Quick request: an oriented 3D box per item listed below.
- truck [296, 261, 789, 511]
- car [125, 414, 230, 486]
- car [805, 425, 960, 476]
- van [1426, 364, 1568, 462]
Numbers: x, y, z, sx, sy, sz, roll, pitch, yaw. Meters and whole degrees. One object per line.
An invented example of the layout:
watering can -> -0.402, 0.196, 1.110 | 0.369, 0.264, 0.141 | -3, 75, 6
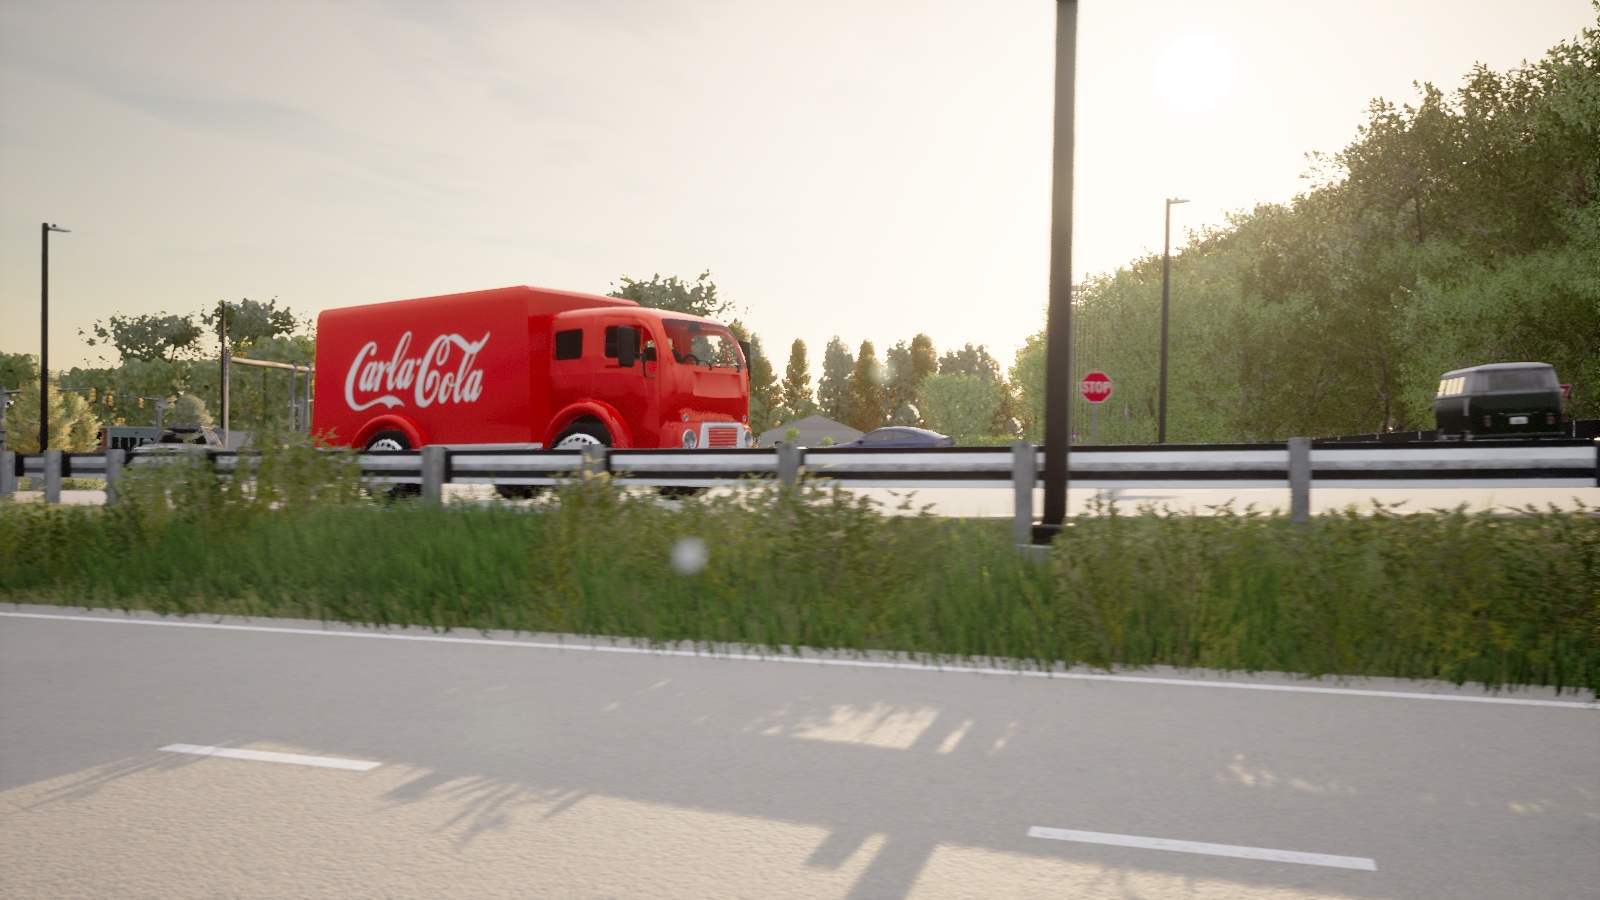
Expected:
truck -> -3.058, -0.609, 14.831 | 5.204, 2.467, 2.627 | -1, 0, 29
car -> -17.327, 0.048, 35.174 | 1.932, 1.855, 4.605 | 1, -2, -18
car -> 2.694, 0.021, 41.031 | 4.674, 1.442, 1.812 | -2, 0, 19
van -> 15.708, -0.802, 28.532 | 1.775, 1.987, 4.442 | -2, 0, 16
